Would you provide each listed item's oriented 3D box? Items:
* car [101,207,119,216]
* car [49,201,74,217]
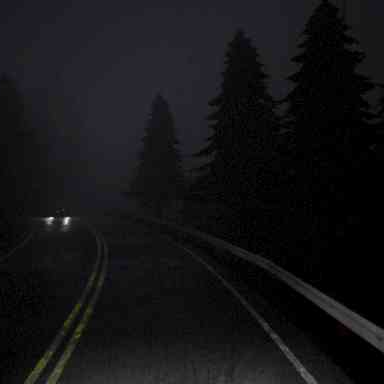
[{"bbox_3d":[-10.537,2.705,44.389,2.033,1.411,5.357,-1,-7,4],"label":"car"},{"bbox_3d":[-12.700,1.682,32.602,1.837,1.490,4.892,0,-3,-13],"label":"car"}]
